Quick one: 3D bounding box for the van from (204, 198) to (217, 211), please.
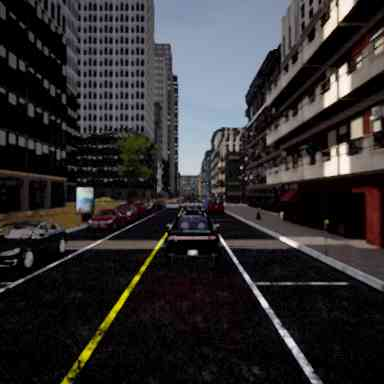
[{"bbox_3d":[2.701,1.858,50.163,1.690,1.788,3.998,0,-1,0],"label":"van"}]

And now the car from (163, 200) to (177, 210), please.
[{"bbox_3d":[-3.068,2.138,52.028,1.895,1.301,4.718,0,-1,0],"label":"car"}]

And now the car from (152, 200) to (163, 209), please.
[{"bbox_3d":[-5.677,2.141,55.712,1.947,1.339,4.313,0,-1,0],"label":"car"}]

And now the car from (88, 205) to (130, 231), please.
[{"bbox_3d":[-5.686,1.811,22.407,1.802,1.307,4.206,0,-1,0],"label":"car"}]

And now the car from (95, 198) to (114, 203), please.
[{"bbox_3d":[-22.009,2.004,84.074,4.829,1.417,1.752,1,-1,-1],"label":"car"}]

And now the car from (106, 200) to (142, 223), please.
[{"bbox_3d":[-5.685,1.726,27.960,1.967,1.590,4.097,0,-1,0],"label":"car"}]

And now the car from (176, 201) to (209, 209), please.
[{"bbox_3d":[0.050,1.771,27.358,2.128,1.511,4.902,0,-1,1],"label":"car"}]

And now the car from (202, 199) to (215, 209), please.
[{"bbox_3d":[2.703,2.016,55.712,1.967,1.590,4.097,0,-1,0],"label":"car"}]

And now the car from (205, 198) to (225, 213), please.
[{"bbox_3d":[2.698,1.716,39.061,2.192,1.841,5.009,0,-1,0],"label":"car"}]

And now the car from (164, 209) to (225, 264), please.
[{"bbox_3d":[0.046,1.618,12.354,2.128,1.511,4.902,0,-1,1],"label":"car"}]

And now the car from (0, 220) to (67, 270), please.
[{"bbox_3d":[-5.689,1.666,11.306,2.008,1.369,4.403,0,-1,0],"label":"car"}]

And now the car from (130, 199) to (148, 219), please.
[{"bbox_3d":[-5.683,1.658,33.512,2.192,1.841,5.009,0,-1,0],"label":"car"}]

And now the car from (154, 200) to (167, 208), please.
[{"bbox_3d":[-5.676,2.197,60.958,1.947,1.339,4.313,0,-1,0],"label":"car"}]
